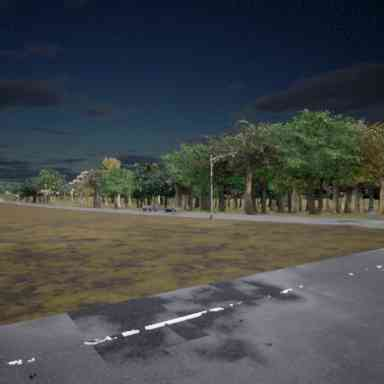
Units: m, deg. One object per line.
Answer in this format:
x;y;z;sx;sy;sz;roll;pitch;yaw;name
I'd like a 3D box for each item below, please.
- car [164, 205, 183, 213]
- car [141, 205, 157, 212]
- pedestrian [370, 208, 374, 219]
-3.520;3.282;63.133;2.128;1.511;4.902;1;-2;-33;car
-9.291;3.591;71.744;1.837;1.490;4.892;1;-2;-33;car
19.232;2.238;35.549;0.375;1.300;0.375;-2;1;-33;pedestrian
